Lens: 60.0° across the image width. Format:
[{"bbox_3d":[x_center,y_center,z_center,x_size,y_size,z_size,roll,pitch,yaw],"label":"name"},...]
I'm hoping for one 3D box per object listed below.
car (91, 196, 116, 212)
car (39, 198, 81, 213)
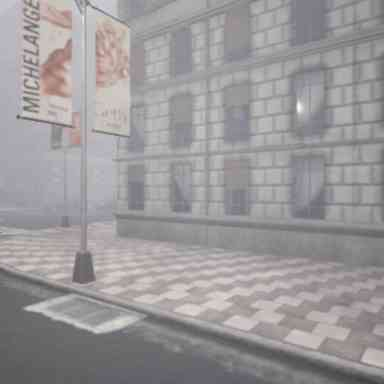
[{"bbox_3d":[-9.087,1.276,37.666,2.097,1.767,4.553,0,0,37],"label":"car"},{"bbox_3d":[-14.240,1.418,36.574,1.837,1.490,4.892,0,0,36],"label":"car"}]
